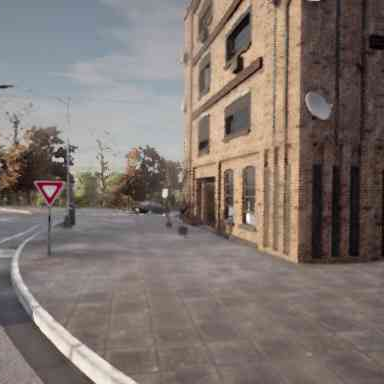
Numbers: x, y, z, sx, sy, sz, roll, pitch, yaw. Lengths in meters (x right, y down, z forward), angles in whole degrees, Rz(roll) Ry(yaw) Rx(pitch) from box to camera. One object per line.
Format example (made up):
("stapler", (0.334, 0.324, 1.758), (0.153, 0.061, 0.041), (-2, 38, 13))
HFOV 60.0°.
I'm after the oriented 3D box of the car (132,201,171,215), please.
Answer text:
("car", (-4.317, 1.834, 36.377), (1.882, 1.535, 5.008), (1, -3, 34))
